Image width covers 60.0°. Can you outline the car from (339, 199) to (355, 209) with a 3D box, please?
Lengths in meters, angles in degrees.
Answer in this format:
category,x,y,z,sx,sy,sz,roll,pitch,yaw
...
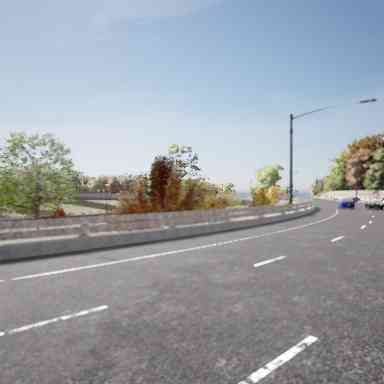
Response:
category,x,y,z,sx,sy,sz,roll,pitch,yaw
car,23.504,1.747,50.562,1.882,1.535,5.008,0,0,18

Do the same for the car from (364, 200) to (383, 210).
category,x,y,z,sx,sy,sz,roll,pitch,yaw
car,26.662,1.880,48.893,1.895,1.301,4.718,0,0,19
